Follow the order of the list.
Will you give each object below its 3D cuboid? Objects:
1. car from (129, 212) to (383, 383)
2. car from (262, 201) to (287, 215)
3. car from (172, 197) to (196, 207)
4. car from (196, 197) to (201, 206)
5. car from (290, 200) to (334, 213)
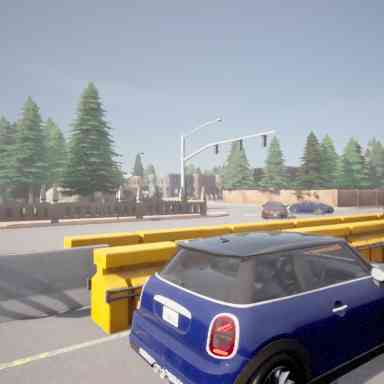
[{"bbox_3d":[1.502,1.352,4.797,4.553,1.767,2.097,0,0,-35],"label":"car"},{"bbox_3d":[7.007,1.526,28.280,1.812,1.442,4.674,1,0,12],"label":"car"},{"bbox_3d":[-1.988,1.504,46.871,1.837,1.490,4.892,0,0,-35],"label":"car"},{"bbox_3d":[0.249,1.477,49.771,1.882,1.535,5.008,0,0,-35],"label":"car"},{"bbox_3d":[12.224,1.564,34.023,1.994,1.385,4.181,0,0,-44],"label":"car"}]
